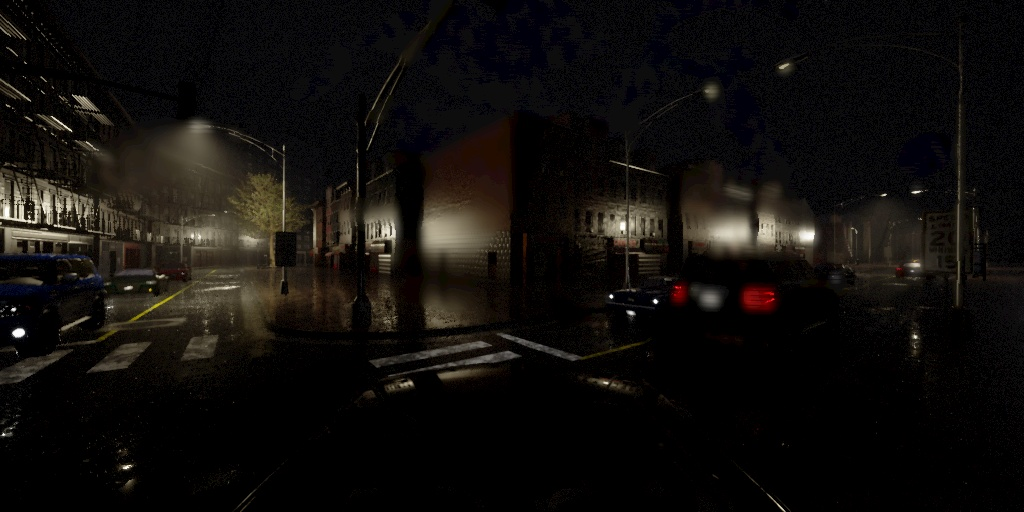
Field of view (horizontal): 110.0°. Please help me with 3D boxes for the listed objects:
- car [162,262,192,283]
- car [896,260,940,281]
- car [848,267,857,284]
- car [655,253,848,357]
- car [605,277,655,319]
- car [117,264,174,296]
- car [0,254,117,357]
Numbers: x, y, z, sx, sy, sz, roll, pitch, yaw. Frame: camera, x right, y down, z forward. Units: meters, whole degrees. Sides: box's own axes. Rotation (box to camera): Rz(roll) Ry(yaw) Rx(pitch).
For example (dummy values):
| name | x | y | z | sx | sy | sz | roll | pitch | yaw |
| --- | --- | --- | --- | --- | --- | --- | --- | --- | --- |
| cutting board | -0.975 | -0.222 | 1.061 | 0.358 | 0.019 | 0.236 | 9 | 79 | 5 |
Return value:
| name | x | y | z | sx | sy | sz | roll | pitch | yaw |
| --- | --- | --- | --- | --- | --- | --- | --- | --- | --- |
| car | -26.260 | 1.235 | 27.775 | 1.882 | 1.535 | 5.008 | 0 | 0 | -37 |
| car | 33.412 | 1.249 | 29.618 | 4.181 | 1.385 | 1.994 | 0 | 0 | -37 |
| car | 21.707 | 1.232 | 24.320 | 5.357 | 1.411 | 2.033 | 0 | 0 | -37 |
| car | 6.097 | 0.950 | 8.805 | 5.566 | 2.045 | 2.150 | 0 | 0 | -37 |
| car | 5.148 | 1.316 | 11.672 | 4.718 | 1.301 | 1.895 | 0 | 0 | -38 |
| car | -19.050 | 1.311 | 18.282 | 1.994 | 1.385 | 4.181 | 0 | 0 | -37 |
| car | -11.208 | 0.960 | 7.973 | 2.150 | 2.045 | 5.566 | 0 | 0 | -37 |
